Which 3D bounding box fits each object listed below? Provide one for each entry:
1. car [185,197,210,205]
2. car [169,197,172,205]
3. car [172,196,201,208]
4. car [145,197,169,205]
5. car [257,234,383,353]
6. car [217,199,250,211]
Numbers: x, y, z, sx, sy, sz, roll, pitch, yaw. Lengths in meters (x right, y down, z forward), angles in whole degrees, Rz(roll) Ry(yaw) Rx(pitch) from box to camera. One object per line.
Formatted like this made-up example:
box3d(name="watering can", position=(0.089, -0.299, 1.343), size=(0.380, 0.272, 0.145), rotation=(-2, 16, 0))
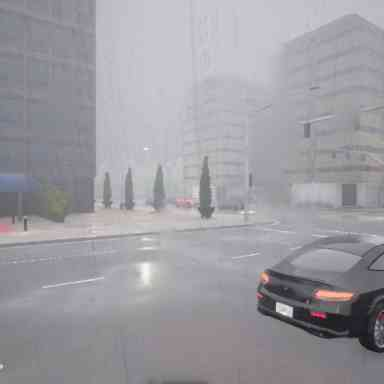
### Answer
box3d(name="car", position=(0.955, 1.601, 58.052), size=(1.895, 1.301, 4.718), rotation=(0, 0, -35))
box3d(name="car", position=(-3.687, 1.564, 58.577), size=(1.994, 1.385, 4.181), rotation=(0, 0, -35))
box3d(name="car", position=(-0.467, 1.352, 47.548), size=(2.097, 1.767, 4.553), rotation=(0, 0, -35))
box3d(name="car", position=(-6.161, 1.564, 55.686), size=(1.994, 1.385, 4.181), rotation=(0, 0, -35))
box3d(name="car", position=(3.210, 1.526, 6.110), size=(4.674, 1.442, 1.812), rotation=(0, 0, -35))
box3d(name="car", position=(4.916, 1.564, 39.870), size=(1.994, 1.385, 4.181), rotation=(0, 0, -35))
